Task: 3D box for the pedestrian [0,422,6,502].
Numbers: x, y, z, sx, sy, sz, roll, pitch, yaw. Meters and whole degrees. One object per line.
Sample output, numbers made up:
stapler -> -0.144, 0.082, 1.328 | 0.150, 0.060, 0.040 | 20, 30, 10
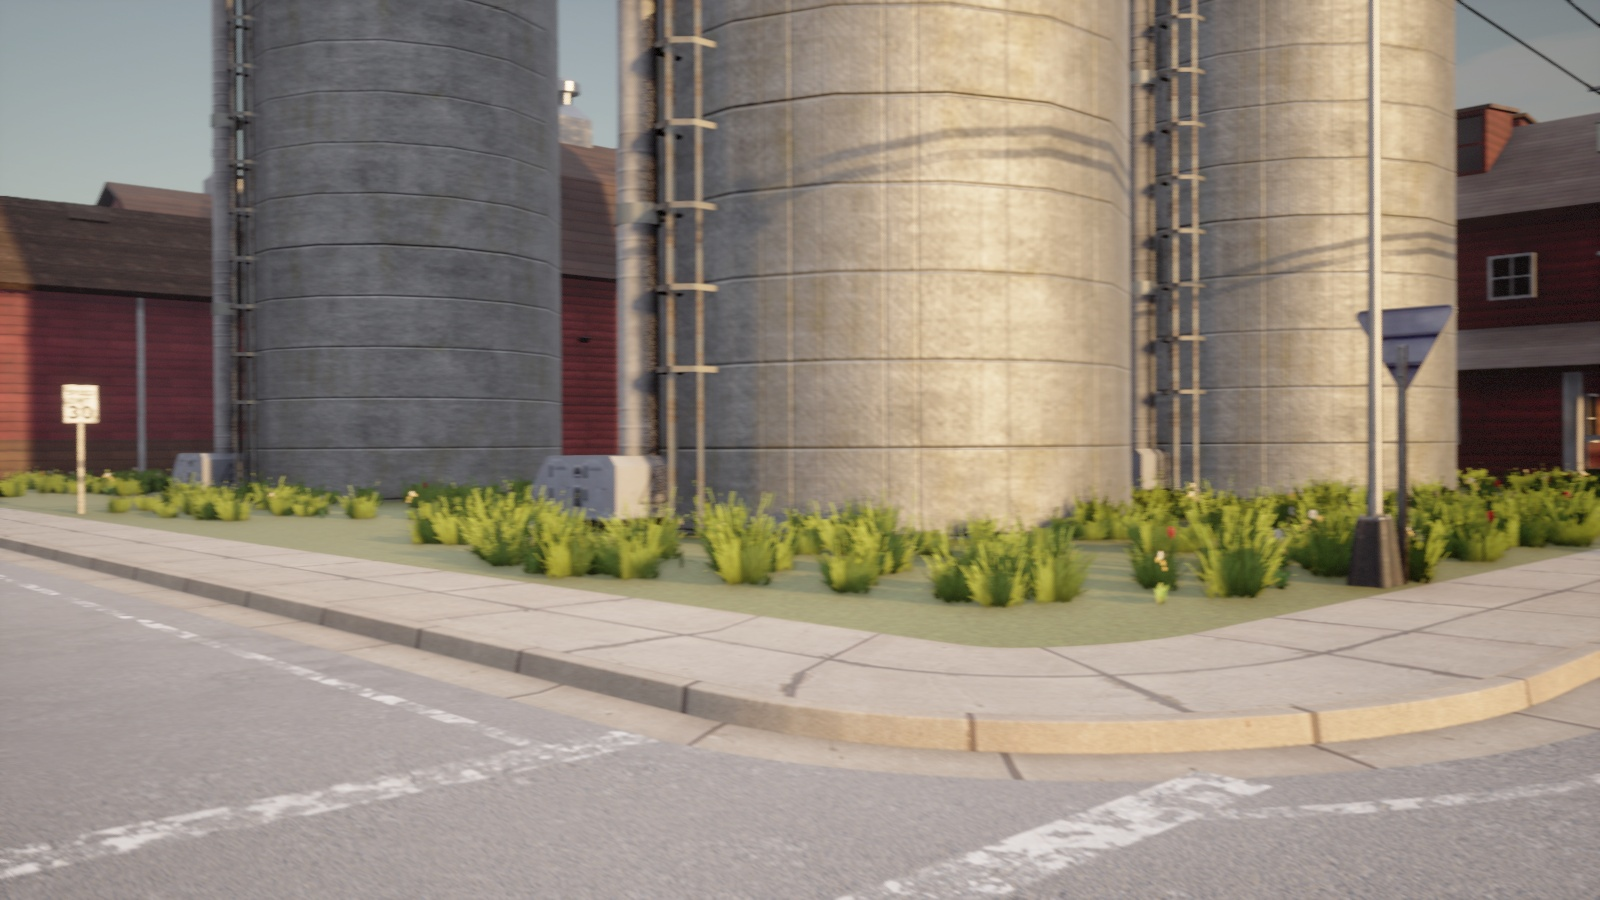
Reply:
pedestrian -> -19.956, 0.296, 30.957 | 0.788, 1.949, 0.423 | 0, 0, 42
